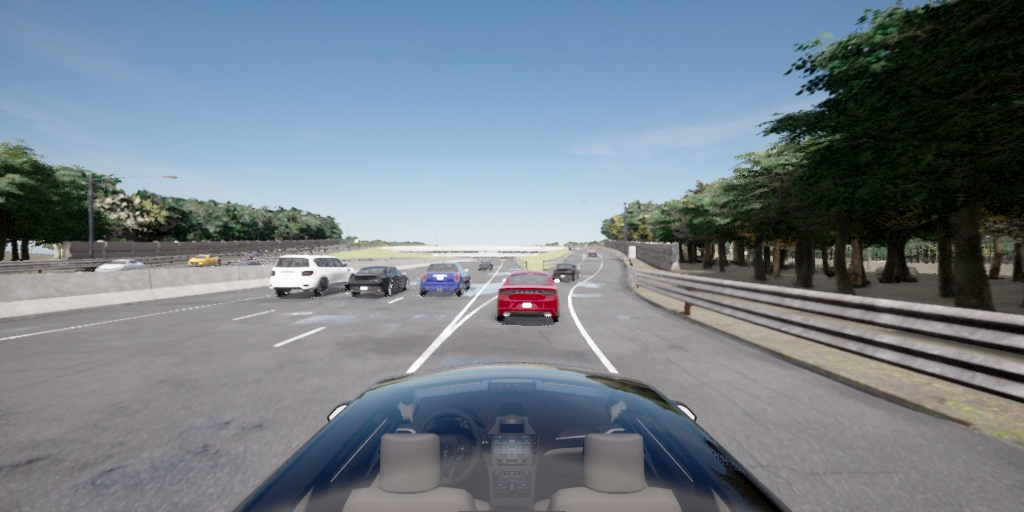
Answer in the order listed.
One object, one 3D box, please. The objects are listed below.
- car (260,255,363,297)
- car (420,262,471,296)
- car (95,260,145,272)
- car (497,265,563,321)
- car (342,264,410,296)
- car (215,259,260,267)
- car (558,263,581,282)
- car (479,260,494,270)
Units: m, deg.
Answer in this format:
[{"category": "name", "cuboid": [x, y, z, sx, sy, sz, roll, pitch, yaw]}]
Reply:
[{"category": "car", "cuboid": [-10.415, 0.980, 19.310, 2.150, 2.045, 5.566, 0, 0, 0]}, {"category": "car", "cuboid": [-3.516, 1.111, 19.662, 2.097, 1.767, 4.553, 0, 0, 0]}, {"category": "car", "cuboid": [-38.522, 1.087, 35.458, 1.812, 1.442, 4.674, 0, 1, -20]}, {"category": "car", "cuboid": [0.649, 1.233, 12.528, 1.882, 1.535, 5.008, 0, 0, 5]}, {"category": "car", "cuboid": [-6.916, 1.263, 19.166, 1.837, 1.490, 4.892, 0, 0, 0]}, {"category": "car", "cuboid": [-28.173, 1.292, 37.768, 1.812, 1.442, 4.674, 0, 0, 0]}, {"category": "car", "cuboid": [4.812, 1.381, 31.215, 1.837, 1.490, 4.892, 0, 0, 17]}, {"category": "car", "cuboid": [-3.677, 1.240, 51.568, 2.128, 1.511, 4.902, 0, 0, 0]}]
